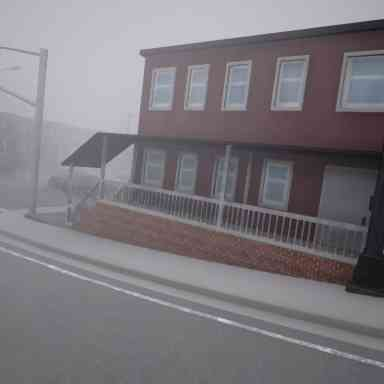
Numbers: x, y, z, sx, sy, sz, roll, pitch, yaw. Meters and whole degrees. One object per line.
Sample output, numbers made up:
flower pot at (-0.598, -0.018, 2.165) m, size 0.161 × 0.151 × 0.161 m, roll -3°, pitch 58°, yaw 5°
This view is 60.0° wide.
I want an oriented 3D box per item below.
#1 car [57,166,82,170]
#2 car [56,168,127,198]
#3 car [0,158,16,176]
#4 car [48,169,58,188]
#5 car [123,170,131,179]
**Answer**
car at (-14.958, -2.478, 40.600) m, size 1.812 × 1.442 × 4.674 m, roll 10°, pitch 6°, yaw 36°
car at (-7.891, -0.578, 26.381) m, size 2.097 × 1.767 × 4.553 m, roll 10°, pitch 6°, yaw 35°
car at (-20.256, -2.657, 33.261) m, size 2.097 × 1.767 × 4.553 m, roll 10°, pitch 6°, yaw 36°
car at (-10.308, -0.880, 29.001) m, size 1.994 × 1.385 × 4.181 m, roll 10°, pitch 6°, yaw 35°
car at (-9.188, -2.473, 48.574) m, size 1.812 × 1.442 × 4.674 m, roll 10°, pitch 6°, yaw 35°
